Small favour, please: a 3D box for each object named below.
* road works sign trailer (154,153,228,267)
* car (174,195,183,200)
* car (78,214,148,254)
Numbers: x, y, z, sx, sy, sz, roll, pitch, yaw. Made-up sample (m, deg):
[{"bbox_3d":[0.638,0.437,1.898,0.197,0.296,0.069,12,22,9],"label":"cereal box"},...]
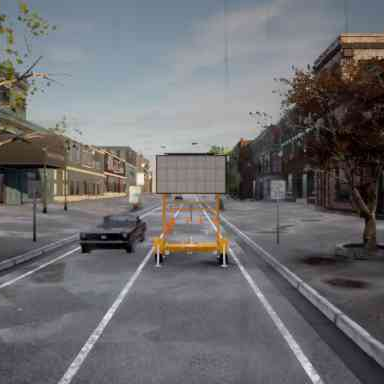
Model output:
[{"bbox_3d":[-0.028,0.466,11.411,2.380,3.560,2.880,0,0,0],"label":"road works sign trailer"},{"bbox_3d":[-3.207,1.320,79.577,1.895,1.301,4.718,0,1,0],"label":"car"},{"bbox_3d":[-3.033,1.603,13.622,1.895,1.301,4.718,0,0,0],"label":"car"}]
